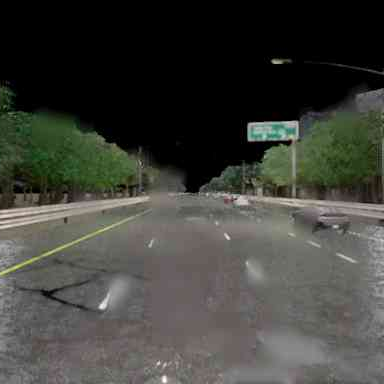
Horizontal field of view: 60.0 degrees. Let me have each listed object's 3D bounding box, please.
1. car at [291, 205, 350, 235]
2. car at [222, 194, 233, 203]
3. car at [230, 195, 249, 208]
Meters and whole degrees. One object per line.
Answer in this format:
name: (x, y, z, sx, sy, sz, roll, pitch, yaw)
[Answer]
car: (7.013, 1.487, 18.669, 2.128, 1.511, 4.902, 0, 0, 0)
car: (7.144, 1.301, 65.108, 2.097, 1.767, 4.553, 0, 0, 0)
car: (7.092, 1.500, 48.038, 1.812, 1.442, 4.674, 0, 0, 0)
